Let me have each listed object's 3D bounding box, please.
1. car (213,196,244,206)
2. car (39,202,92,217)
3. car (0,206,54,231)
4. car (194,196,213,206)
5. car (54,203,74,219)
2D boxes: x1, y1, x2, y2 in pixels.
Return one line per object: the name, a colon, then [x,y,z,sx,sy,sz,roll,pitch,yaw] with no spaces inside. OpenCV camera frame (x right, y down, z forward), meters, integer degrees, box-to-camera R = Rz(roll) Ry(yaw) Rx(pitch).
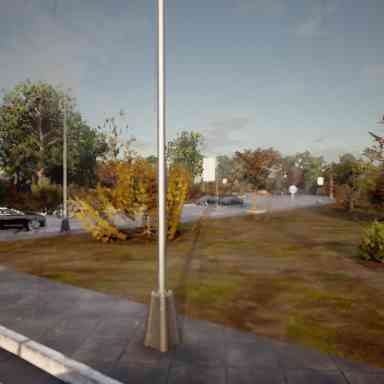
car: [5.909,1.410,50.948,2.033,1.411,5.357,0,1,39]
car: [-12.628,1.709,33.532,1.895,1.301,4.718,0,0,39]
car: [-10.847,1.566,18.834,2.128,1.511,4.902,0,0,39]
car: [2.373,1.403,52.143,1.837,1.490,4.892,0,1,39]
car: [-10.425,1.601,30.685,1.837,1.490,4.892,0,0,39]
